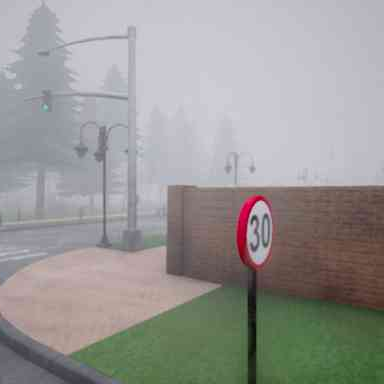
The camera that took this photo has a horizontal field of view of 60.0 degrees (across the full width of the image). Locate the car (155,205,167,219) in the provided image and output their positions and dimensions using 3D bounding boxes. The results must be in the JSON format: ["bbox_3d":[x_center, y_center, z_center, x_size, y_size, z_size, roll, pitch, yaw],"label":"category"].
[{"bbox_3d":[-1.045,1.487,27.987,2.128,1.511,4.902,0,0,34],"label":"car"}]
